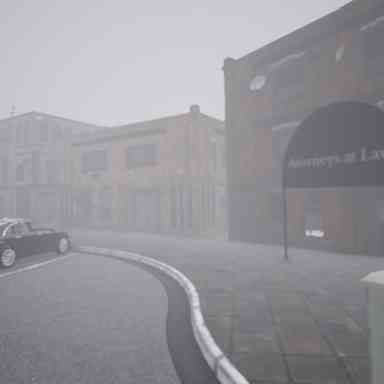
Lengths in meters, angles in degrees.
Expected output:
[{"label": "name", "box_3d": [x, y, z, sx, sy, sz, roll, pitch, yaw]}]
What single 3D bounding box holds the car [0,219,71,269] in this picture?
[{"label": "car", "box_3d": [-6.391, 1.720, 12.160, 2.231, 1.521, 4.892, -1, -1, 13]}]
